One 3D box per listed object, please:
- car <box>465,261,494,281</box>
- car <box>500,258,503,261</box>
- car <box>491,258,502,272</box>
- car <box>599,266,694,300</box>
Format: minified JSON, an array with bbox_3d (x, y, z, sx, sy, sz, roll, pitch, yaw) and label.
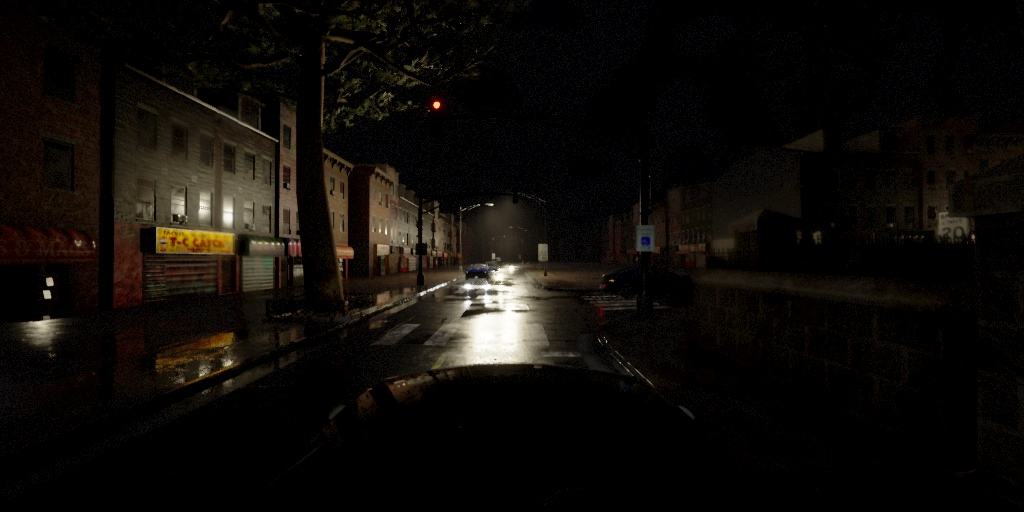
[{"bbox_3d":[-2.797,1.363,30.262,1.895,1.301,4.718,0,0,0],"label":"car"},{"bbox_3d":[-2.638,1.091,62.782,2.128,1.511,4.902,0,0,0],"label":"car"},{"bbox_3d":[-2.764,1.335,46.767,2.033,1.411,5.357,0,0,0],"label":"car"},{"bbox_3d":[6.295,1.149,16.038,4.674,1.442,1.812,-1,0,4],"label":"car"}]
